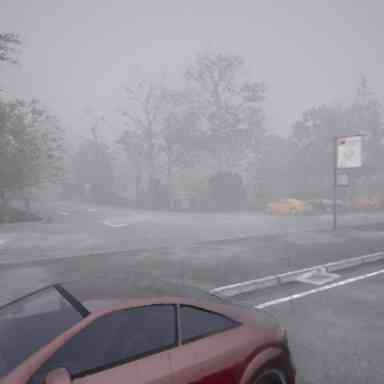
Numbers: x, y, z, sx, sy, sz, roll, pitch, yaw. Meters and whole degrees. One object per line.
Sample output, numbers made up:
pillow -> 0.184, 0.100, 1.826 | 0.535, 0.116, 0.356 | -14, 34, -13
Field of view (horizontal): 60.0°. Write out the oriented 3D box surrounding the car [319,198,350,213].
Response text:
car -> 14.125, 1.453, 36.592 | 2.097, 1.535, 5.008 | 0, 0, -35

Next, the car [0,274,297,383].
car -> -0.992, 1.563, 2.978 | 4.181, 1.385, 1.994 | 0, 0, -36

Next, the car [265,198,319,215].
car -> 9.596, 1.437, 33.352 | 2.097, 1.535, 5.008 | 0, 0, -35

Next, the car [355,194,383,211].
car -> 20.948, 1.377, 41.415 | 2.185, 1.767, 4.553 | 1, 0, -36

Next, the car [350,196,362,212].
car -> 16.395, 1.507, 38.207 | 2.002, 1.452, 4.674 | 0, 0, -35
